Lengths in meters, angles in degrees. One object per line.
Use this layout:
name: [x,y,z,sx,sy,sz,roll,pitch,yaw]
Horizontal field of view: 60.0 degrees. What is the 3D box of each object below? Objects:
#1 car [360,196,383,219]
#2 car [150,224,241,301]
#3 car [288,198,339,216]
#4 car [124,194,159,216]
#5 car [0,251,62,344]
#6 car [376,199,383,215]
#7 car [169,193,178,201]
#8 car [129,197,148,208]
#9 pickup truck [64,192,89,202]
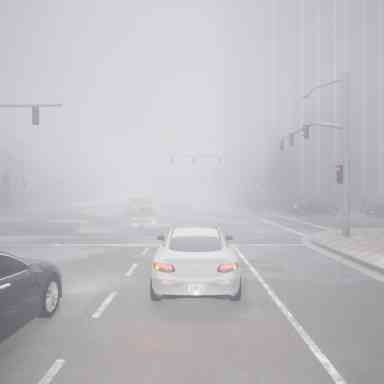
car: [17.711,1.221,29.026,5.566,2.045,2.150,0,0,0]
car: [0.078,1.526,8.188,1.812,1.442,4.674,0,0,0]
car: [11.772,1.352,32.482,4.553,1.767,2.097,0,0,0]
car: [-5.162,1.351,32.315,2.097,1.767,4.553,0,0,-24]
car: [-3.436,1.505,4.538,1.837,1.490,4.892,0,0,0]
car: [20.998,1.478,32.548,5.008,1.535,1.882,0,0,0]
car: [-4.747,1.225,85.462,2.150,2.045,5.566,0,0,-1]
car: [-7.833,1.492,48.923,2.128,1.511,4.902,0,0,-1]
pickup truck: [-24.658,1.058,70.241,2.390,2.098,6.274,0,0,30]
